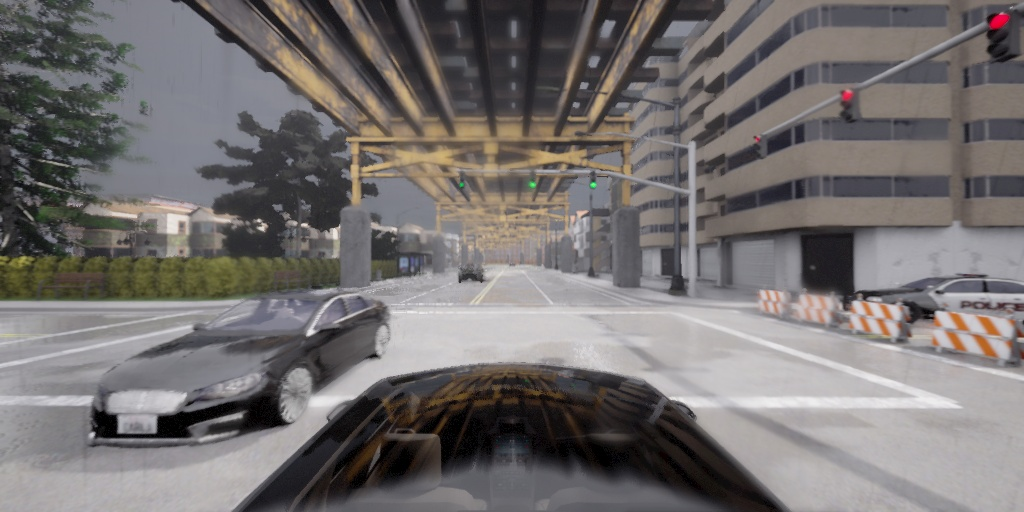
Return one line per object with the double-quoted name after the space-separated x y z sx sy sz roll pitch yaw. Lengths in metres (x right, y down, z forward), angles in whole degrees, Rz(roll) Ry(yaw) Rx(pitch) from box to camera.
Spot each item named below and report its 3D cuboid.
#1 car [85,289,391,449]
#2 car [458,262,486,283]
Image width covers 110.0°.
-3.501 1.338 5.806 2.128 1.511 4.902 0 -1 0 "car"
-3.488 1.405 31.821 2.097 1.767 4.553 0 -1 1 "car"
